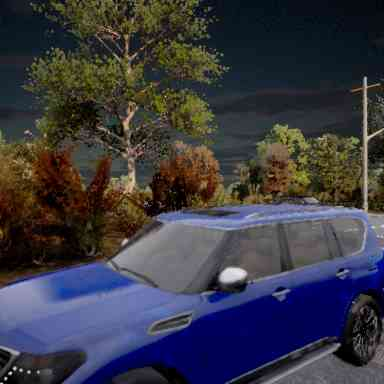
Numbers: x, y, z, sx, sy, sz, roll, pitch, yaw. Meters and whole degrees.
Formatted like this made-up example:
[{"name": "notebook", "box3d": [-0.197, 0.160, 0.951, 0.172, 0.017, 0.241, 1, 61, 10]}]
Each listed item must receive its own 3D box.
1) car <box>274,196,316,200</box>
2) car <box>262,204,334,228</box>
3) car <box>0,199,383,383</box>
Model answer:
[{"name": "car", "box3d": [9.049, 1.316, 27.235, 2.150, 2.045, 5.566, 0, -1, -37]}, {"name": "car", "box3d": [7.365, 1.600, 23.641, 1.812, 1.442, 4.674, 0, -1, -38]}, {"name": "car", "box3d": [0.390, 1.221, 4.264, 5.566, 2.045, 2.150, 0, 0, -35]}]
